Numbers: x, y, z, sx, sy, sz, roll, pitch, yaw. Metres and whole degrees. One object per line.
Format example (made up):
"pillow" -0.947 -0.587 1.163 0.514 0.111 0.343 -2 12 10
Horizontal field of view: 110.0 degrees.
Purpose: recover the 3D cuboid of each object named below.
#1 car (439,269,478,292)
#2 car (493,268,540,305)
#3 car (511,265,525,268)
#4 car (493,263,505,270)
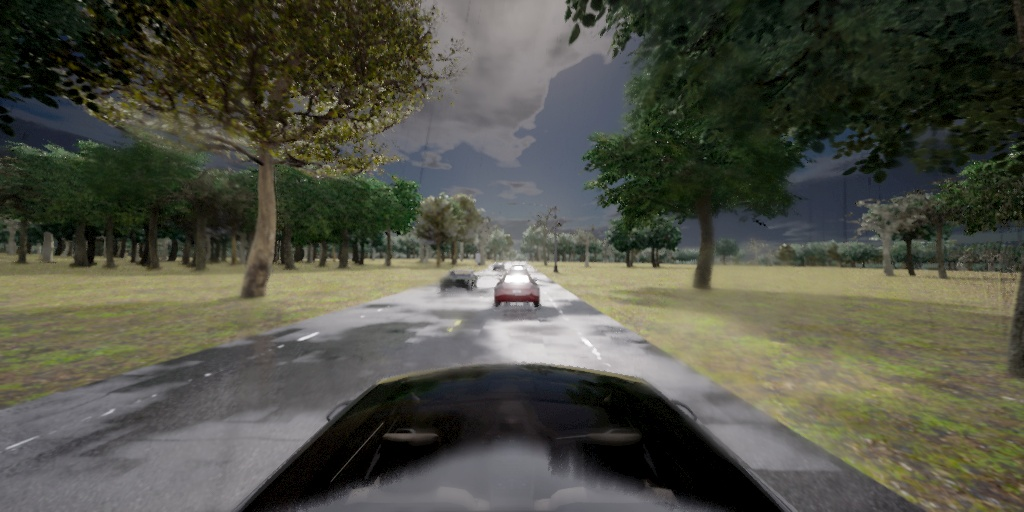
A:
"car" -3.353 1.548 23.209 1.895 1.301 4.718 0 -1 1
"car" 0.237 1.450 16.781 1.994 1.385 4.181 0 -1 1
"car" 0.633 1.611 35.296 2.033 1.411 5.357 0 -1 2
"car" -2.264 1.880 63.303 1.994 1.385 4.181 0 0 2
